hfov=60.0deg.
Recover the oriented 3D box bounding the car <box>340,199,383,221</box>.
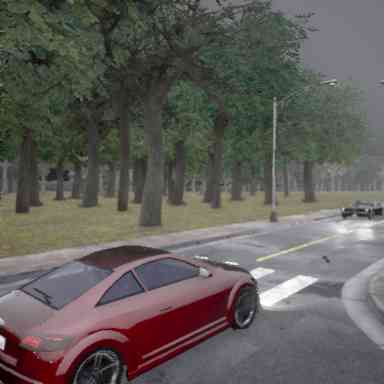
[{"bbox_3d":[12.120,1.197,23.411,1.895,1.301,4.718,1,1,43],"label":"car"}]

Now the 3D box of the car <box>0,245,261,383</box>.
[{"bbox_3d":[-0.713,1.531,5.061,1.994,1.385,4.181,1,2,43],"label":"car"}]
